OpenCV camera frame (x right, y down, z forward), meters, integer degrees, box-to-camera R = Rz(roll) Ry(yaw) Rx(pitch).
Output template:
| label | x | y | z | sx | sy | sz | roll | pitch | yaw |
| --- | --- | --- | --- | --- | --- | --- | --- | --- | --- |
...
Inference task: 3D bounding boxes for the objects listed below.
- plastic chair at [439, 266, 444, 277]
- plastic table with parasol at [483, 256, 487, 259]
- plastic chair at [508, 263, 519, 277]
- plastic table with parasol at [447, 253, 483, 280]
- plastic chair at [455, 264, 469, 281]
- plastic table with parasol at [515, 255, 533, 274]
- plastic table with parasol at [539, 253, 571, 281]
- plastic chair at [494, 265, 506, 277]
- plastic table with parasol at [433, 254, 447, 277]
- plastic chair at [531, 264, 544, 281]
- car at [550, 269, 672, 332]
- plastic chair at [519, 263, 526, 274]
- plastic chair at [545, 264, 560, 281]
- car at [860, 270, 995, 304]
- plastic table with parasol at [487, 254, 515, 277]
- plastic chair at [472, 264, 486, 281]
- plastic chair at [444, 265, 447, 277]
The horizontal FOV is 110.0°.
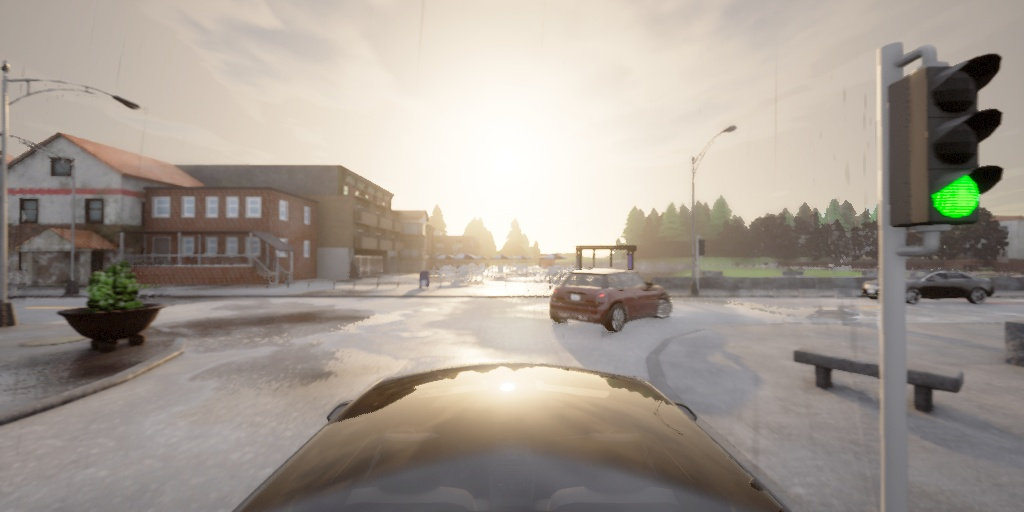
| label | x | y | z | sx | sy | sz | roll | pitch | yaw |
| --- | --- | --- | --- | --- | --- | --- | --- | --- | --- |
| plastic chair | -7.044 | 1.615 | 37.893 | 0.750 | 1.272 | 0.730 | 0 | 0 | -1 |
| plastic table with parasol | -4.603 | 1.160 | 53.989 | 2.482 | 2.480 | 2.482 | 0 | 0 | 0 |
| plastic chair | 0.152 | 1.628 | 39.359 | 0.730 | 1.272 | 0.750 | 0 | 0 | 0 |
| plastic table with parasol | -4.230 | 0.961 | 32.480 | 2.482 | 2.480 | 2.482 | 0 | 0 | 0 |
| plastic chair | -4.350 | 1.553 | 31.260 | 0.750 | 1.272 | 0.730 | 0 | 0 | 0 |
| plastic table with parasol | 1.175 | 1.095 | 47.068 | 2.482 | 2.480 | 2.482 | 0 | 0 | 0 |
| plastic table with parasol | 3.590 | 0.953 | 31.728 | 2.482 | 2.480 | 2.482 | 0 | 0 | 0 |
| plastic chair | -1.248 | 1.618 | 38.259 | 0.750 | 1.272 | 0.730 | 0 | 0 | 0 |
| plastic table with parasol | -7.118 | 1.022 | 39.071 | 2.482 | 2.480 | 2.482 | 0 | 0 | 0 |
| plastic chair | 2.250 | 1.558 | 31.758 | 0.730 | 1.272 | 0.750 | 0 | 0 | 0 |
| car | 3.284 | 1.193 | 11.509 | 4.553 | 1.767 | 2.097 | 0 | 0 | -45 |
| plastic chair | 1.058 | 1.689 | 45.890 | 0.750 | 1.272 | 0.730 | 0 | 0 | -1 |
| plastic chair | 3.450 | 1.545 | 30.458 | 0.750 | 1.272 | 0.730 | 0 | 0 | 0 |
| car | 19.135 | 1.379 | 16.664 | 4.902 | 1.511 | 2.128 | 0 | -1 | 0 |
| plastic table with parasol | -1.198 | 1.025 | 39.459 | 2.482 | 2.480 | 2.482 | 0 | 0 | 0 |
| plastic chair | -2.950 | 1.564 | 32.360 | 0.730 | 1.272 | 0.750 | 0 | 0 | 0 |
| plastic chair | -5.550 | 1.566 | 32.561 | 0.730 | 1.272 | 0.750 | 0 | 0 | 0 |
